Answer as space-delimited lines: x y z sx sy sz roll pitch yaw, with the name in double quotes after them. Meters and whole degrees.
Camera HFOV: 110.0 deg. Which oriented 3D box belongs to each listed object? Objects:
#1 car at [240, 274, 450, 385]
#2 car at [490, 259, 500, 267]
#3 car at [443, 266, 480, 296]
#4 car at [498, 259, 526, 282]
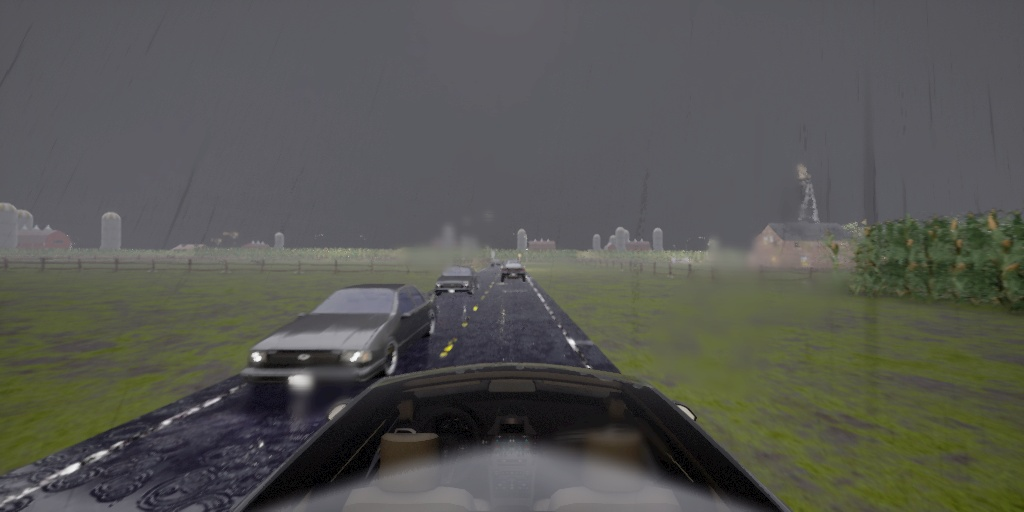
-2.847 1.291 7.486 2.033 1.411 5.357 0 0 0 "car"
-2.773 1.190 63.094 2.033 1.411 5.357 0 0 1 "car"
-2.832 1.274 19.569 2.033 1.411 5.357 0 0 0 "car"
0.100 1.189 28.859 1.882 1.535 5.008 0 0 0 "car"
